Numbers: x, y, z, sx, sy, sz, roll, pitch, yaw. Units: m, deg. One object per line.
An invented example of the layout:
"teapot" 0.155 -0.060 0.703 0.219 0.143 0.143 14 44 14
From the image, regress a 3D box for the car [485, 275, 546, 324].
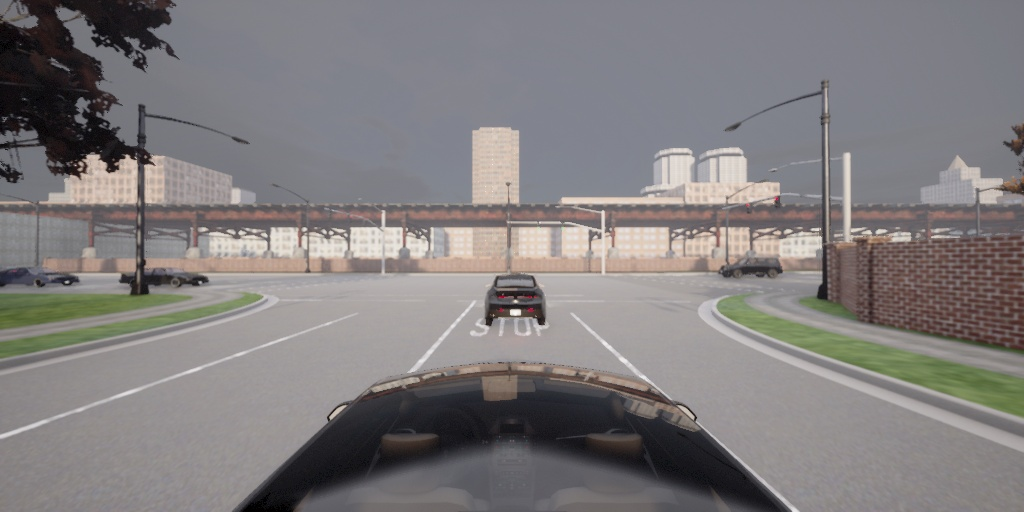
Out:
"car" 0.104 1.372 12.388 1.837 1.490 4.892 0 -1 0

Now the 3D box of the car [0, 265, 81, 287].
"car" -35.346 1.549 26.444 5.357 1.411 2.033 0 -1 2

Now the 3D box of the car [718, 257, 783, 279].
"car" 23.558 1.179 35.502 5.566 2.045 2.150 -1 -1 3

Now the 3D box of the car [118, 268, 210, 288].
"car" -25.298 1.546 26.128 5.357 1.411 2.033 0 -1 2
